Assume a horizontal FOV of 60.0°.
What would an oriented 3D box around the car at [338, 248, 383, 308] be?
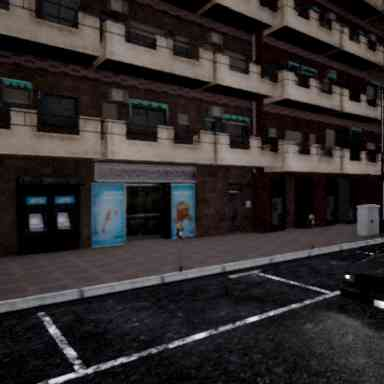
[{"bbox_3d":[5.441,1.544,7.232,5.357,1.411,2.033,0,0,-35],"label":"car"}]
